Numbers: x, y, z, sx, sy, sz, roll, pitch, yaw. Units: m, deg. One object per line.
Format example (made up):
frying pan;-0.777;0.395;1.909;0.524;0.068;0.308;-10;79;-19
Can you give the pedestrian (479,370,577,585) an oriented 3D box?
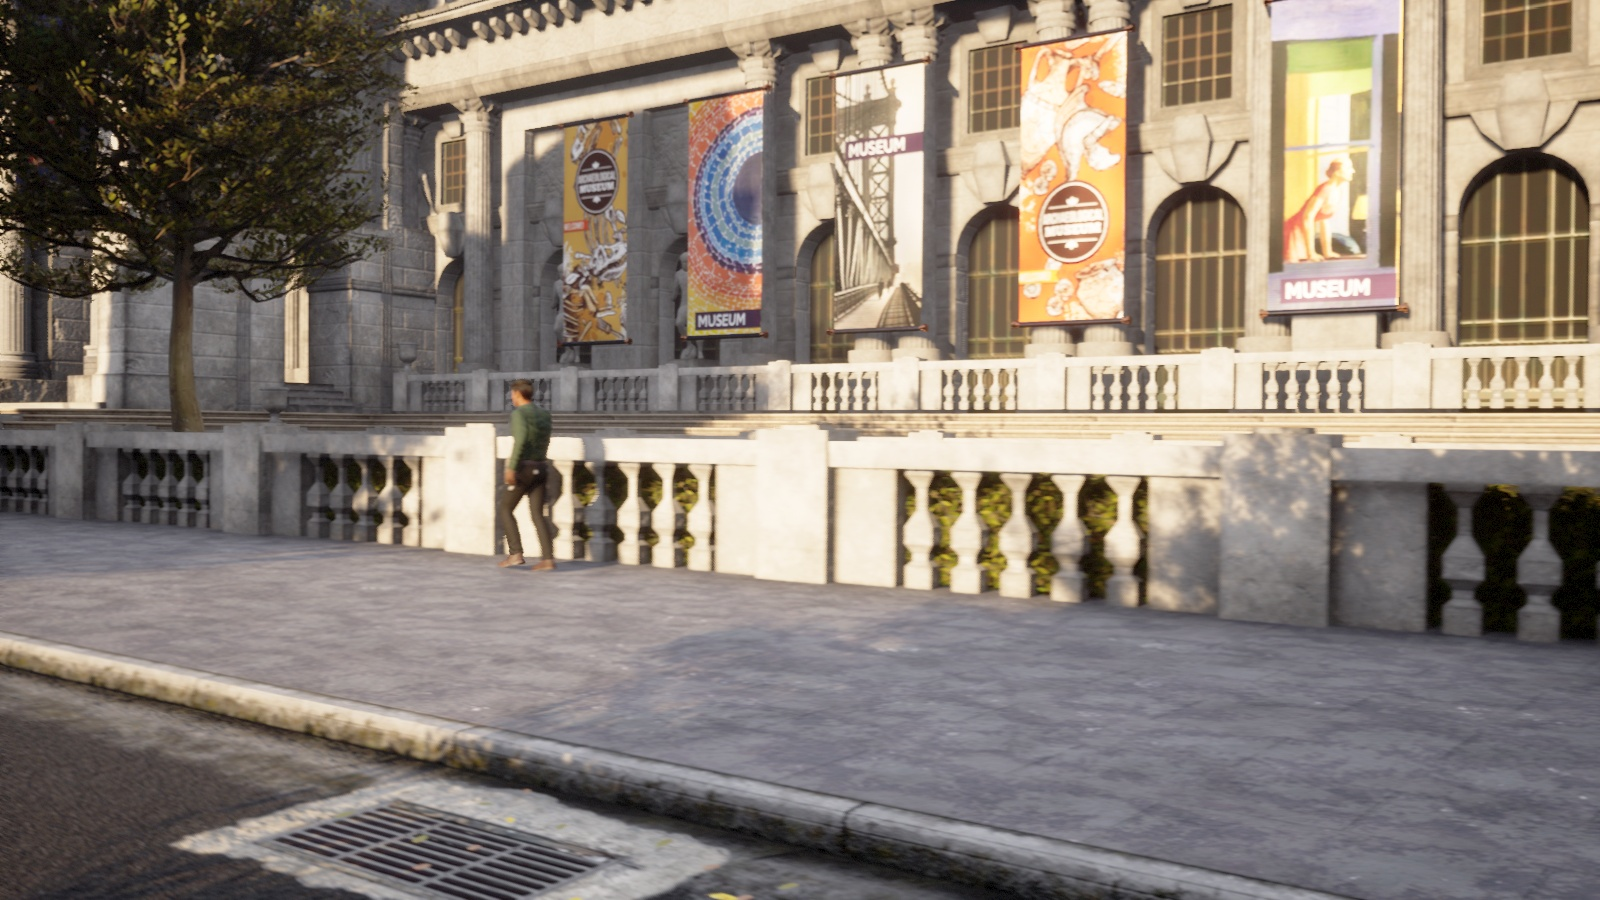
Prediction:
pedestrian;-2.552;0.250;11.773;0.788;1.949;0.423;0;1;29
